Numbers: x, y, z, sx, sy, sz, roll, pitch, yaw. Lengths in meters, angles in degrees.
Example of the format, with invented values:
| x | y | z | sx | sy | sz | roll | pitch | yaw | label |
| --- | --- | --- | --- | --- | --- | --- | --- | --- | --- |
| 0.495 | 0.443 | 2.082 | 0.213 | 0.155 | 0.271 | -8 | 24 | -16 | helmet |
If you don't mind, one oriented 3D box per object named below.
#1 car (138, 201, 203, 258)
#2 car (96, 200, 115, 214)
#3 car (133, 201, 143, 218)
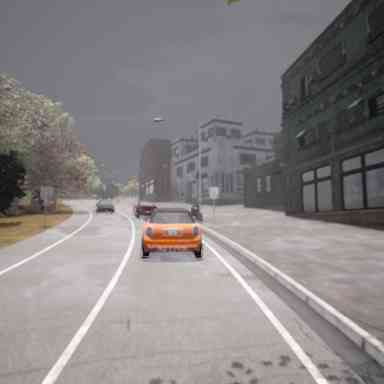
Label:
| x | y | z | sx | sy | sz | roll | pitch | yaw | label |
| --- | --- | --- | --- | --- | --- | --- | --- | --- | --- |
| -0.865 | 1.396 | 13.221 | 2.097 | 1.767 | 4.553 | 0 | 0 | -6 | car |
| -9.681 | 1.617 | 37.006 | 2.033 | 1.411 | 5.357 | 2 | 0 | -19 | car |
| -4.553 | 1.615 | 31.863 | 1.882 | 1.535 | 5.008 | 1 | -1 | -15 | car |
